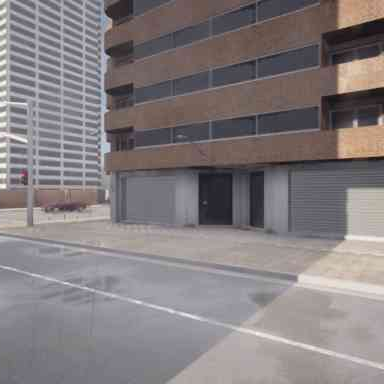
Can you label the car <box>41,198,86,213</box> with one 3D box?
[{"bbox_3d":[-14.151,1.478,36.930,1.882,1.535,5.008,0,0,35],"label":"car"}]
